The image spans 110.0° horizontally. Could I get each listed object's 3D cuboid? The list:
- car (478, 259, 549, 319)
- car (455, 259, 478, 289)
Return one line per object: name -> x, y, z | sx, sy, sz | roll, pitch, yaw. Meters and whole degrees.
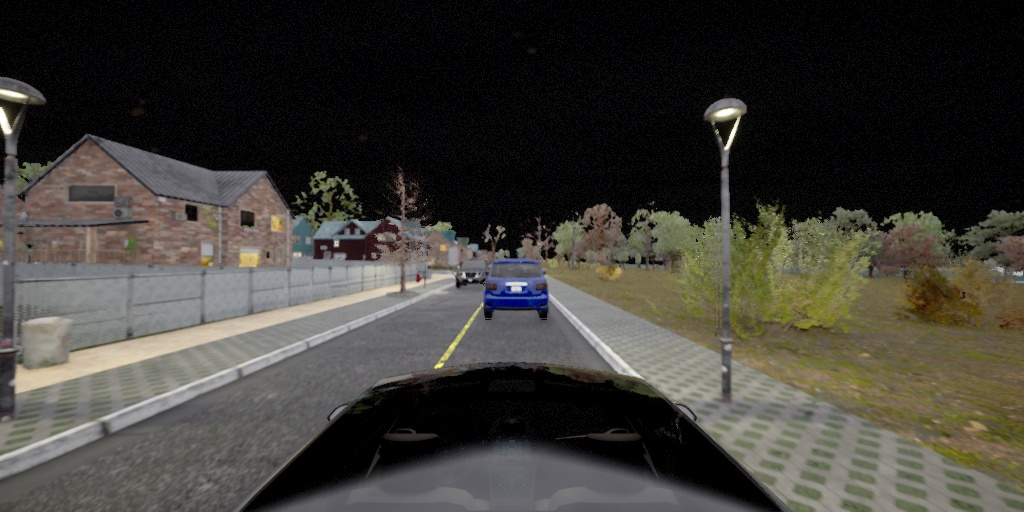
car -> 0.142, 1.115, 13.643 | 2.150, 2.045, 5.566 | 0, 0, 0
car -> -2.696, 1.260, 26.217 | 2.150, 2.045, 5.566 | 0, -1, 1
